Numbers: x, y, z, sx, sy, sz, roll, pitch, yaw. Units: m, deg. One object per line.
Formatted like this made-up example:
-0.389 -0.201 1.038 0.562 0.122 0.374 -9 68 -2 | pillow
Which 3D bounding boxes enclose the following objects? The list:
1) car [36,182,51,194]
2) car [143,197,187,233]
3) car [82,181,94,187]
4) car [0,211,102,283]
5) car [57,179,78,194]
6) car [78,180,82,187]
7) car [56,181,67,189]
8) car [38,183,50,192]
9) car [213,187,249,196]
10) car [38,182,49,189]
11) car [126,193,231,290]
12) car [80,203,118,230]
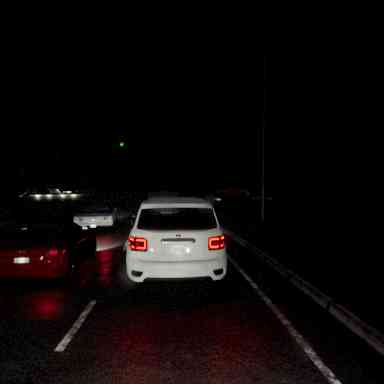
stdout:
-23.206 -0.518 52.040 1.882 1.535 5.008 -1 3 -23 | car
-1.663 1.140 18.678 2.128 1.511 4.902 0 2 -9 | car
-25.716 -1.965 82.918 2.033 1.411 5.357 -1 3 -25 | car
-4.035 1.476 9.505 1.994 1.385 4.181 0 1 -5 | car
-20.066 -0.851 53.584 2.150 2.045 5.566 -1 3 -22 | car
-28.904 -2.208 81.459 2.150 2.045 5.566 -1 3 -25 | car
-28.238 -1.491 71.734 1.882 1.535 5.008 -1 3 -25 | car
-27.165 -0.901 61.028 2.033 1.411 5.357 -1 3 -24 | car
5.262 0.011 44.998 5.008 1.535 1.882 0 3 -22 | car
-31.496 -1.364 70.445 2.033 1.411 5.357 -1 3 -25 | car
-0.475 1.132 9.079 2.150 2.045 5.566 0 1 -4 | car
-5.114 1.272 18.227 1.895 1.301 4.718 0 2 -9 | car
